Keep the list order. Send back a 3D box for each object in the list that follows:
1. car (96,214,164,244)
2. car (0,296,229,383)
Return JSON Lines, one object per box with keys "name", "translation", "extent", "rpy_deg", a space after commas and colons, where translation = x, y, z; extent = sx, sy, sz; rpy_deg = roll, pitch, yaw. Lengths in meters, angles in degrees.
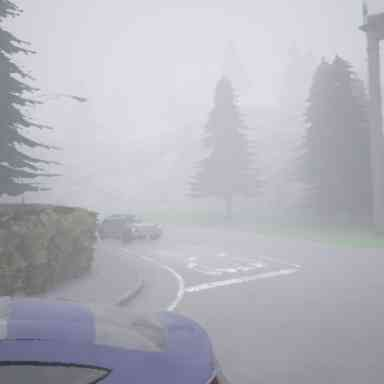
{"name": "car", "translation": [-3.442, 1.886, 17.762], "extent": [1.895, 1.301, 4.718], "rpy_deg": [-2, 0, -37]}
{"name": "car", "translation": [-1.919, 1.571, 2.160], "extent": [4.674, 1.442, 1.812], "rpy_deg": [0, -1, -28]}
